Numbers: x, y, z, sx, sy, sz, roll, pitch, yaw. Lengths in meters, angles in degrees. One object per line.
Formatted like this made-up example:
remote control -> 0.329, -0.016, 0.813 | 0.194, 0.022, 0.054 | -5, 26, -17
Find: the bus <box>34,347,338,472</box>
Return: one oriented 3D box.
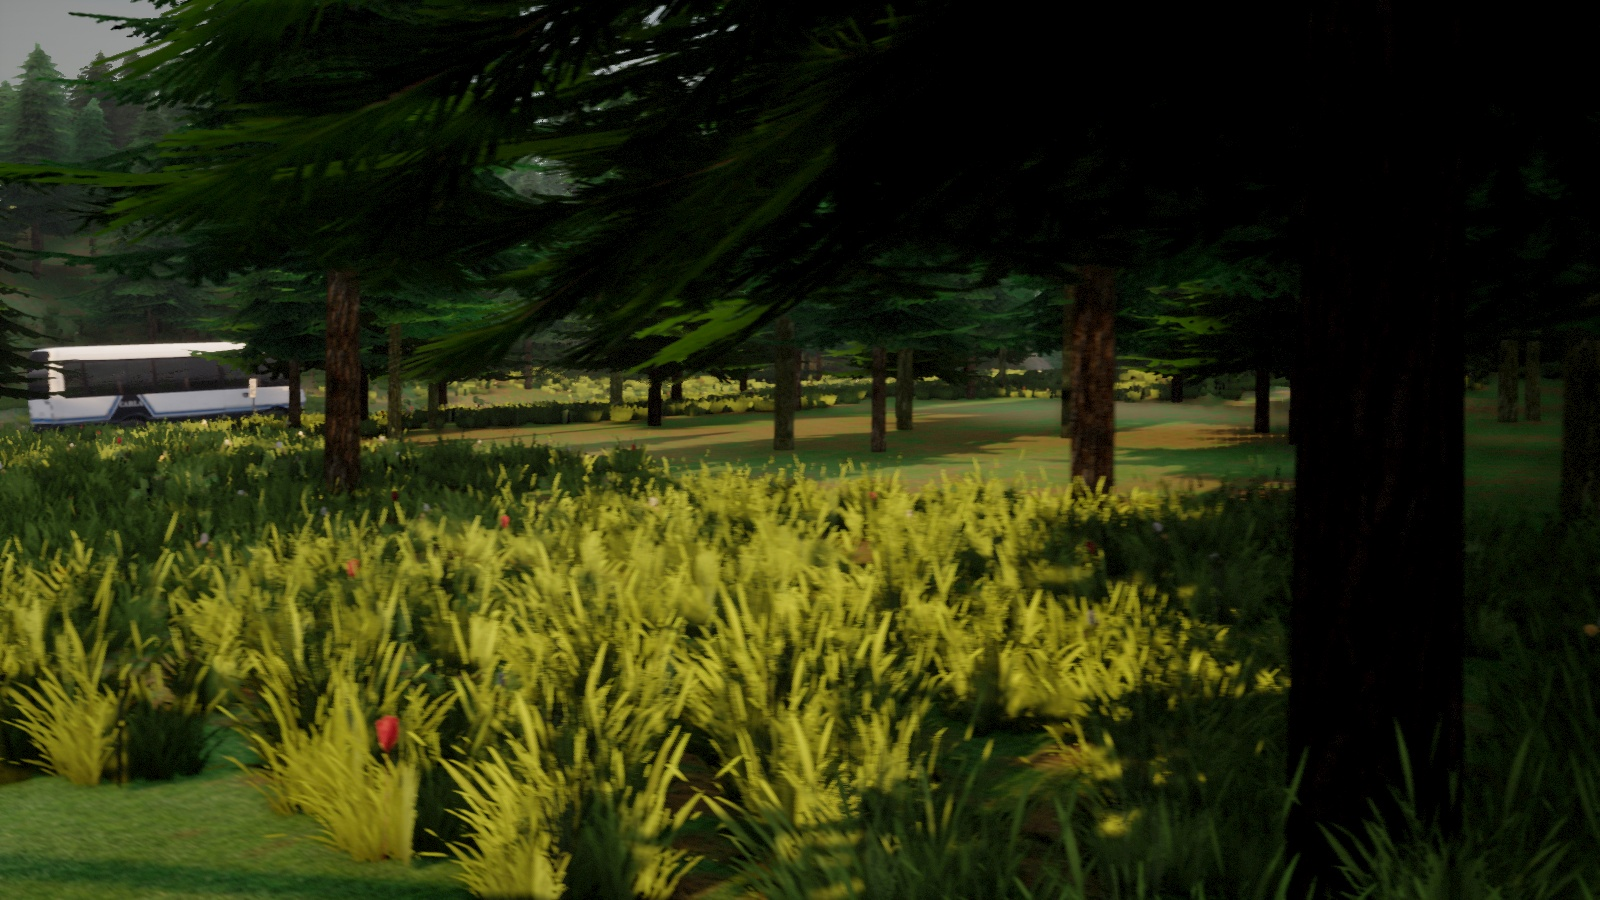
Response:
bus -> -25.214, -1.840, 52.176 | 3.944, 4.253, 10.273 | 1, 6, 44
